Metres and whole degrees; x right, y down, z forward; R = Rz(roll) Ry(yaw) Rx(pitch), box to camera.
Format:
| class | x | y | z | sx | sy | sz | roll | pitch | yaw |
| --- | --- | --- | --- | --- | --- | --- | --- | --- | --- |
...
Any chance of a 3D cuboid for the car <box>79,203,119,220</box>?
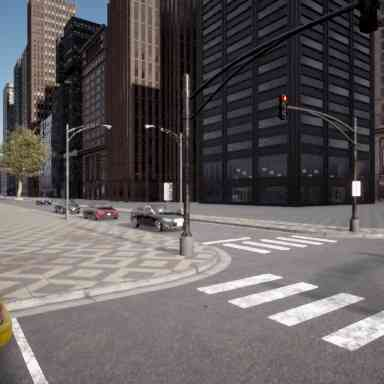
| class | x | y | z | sx | sy | sz | roll | pitch | yaw |
| --- | --- | --- | --- | --- | --- | --- | --- | --- | --- |
| car | -7.868 | 1.630 | 28.539 | 1.994 | 1.385 | 4.181 | 0 | 0 | -35 |

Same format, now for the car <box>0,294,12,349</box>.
| class | x | y | z | sx | sy | sz | roll | pitch | yaw |
| --- | --- | --- | --- | --- | --- | --- | --- | --- | --- |
| car | -4.600 | 1.525 | 3.368 | 4.829 | 1.417 | 1.752 | 0 | 0 | -36 |

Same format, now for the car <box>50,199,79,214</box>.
| class | x | y | z | sx | sy | sz | roll | pitch | yaw |
| --- | --- | --- | --- | --- | --- | --- | --- | --- | --- |
| car | -13.893 | 1.596 | 36.911 | 1.837 | 1.490 | 4.892 | 0 | 0 | -36 |

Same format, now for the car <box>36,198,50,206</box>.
| class | x | y | z | sx | sy | sz | roll | pitch | yaw |
| --- | --- | --- | --- | --- | --- | --- | --- | --- | --- |
| car | -27.036 | 1.766 | 60.596 | 1.895 | 1.301 | 4.718 | 0 | 0 | -36 |

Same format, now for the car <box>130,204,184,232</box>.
| class | x | y | z | sx | sy | sz | roll | pitch | yaw |
| --- | --- | --- | --- | --- | --- | --- | --- | --- | --- |
| car | -2.113 | 1.534 | 20.542 | 2.128 | 1.511 | 4.902 | 0 | 0 | -36 |
